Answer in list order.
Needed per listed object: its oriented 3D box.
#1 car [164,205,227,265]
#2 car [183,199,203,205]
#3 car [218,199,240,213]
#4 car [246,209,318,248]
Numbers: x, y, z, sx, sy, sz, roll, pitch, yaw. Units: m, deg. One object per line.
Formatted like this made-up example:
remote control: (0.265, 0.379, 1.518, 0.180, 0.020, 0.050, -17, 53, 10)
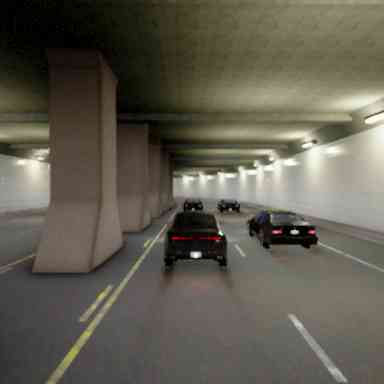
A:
car: (0.105, 1.411, 11.336, 1.837, 1.490, 4.892, 0, 0, 0)
car: (0.112, 1.327, 33.478, 1.895, 1.301, 4.718, 0, 0, 0)
car: (3.613, 1.327, 33.474, 1.895, 1.301, 4.718, 0, 0, 0)
car: (3.606, 1.431, 14.175, 2.033, 1.411, 5.357, 0, 0, 0)
